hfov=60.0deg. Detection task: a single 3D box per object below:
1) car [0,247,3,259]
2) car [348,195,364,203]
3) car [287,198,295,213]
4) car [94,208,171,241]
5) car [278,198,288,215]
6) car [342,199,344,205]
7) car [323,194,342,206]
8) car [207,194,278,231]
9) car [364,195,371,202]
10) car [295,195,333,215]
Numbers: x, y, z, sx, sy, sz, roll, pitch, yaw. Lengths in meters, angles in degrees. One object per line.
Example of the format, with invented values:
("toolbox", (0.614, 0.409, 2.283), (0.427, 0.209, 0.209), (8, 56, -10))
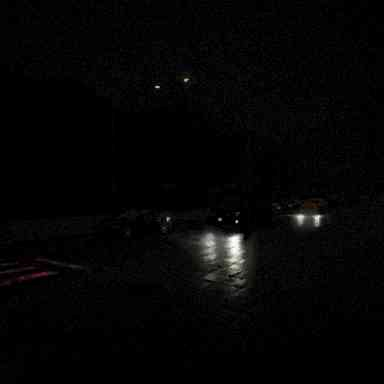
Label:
("car", (-7.847, 1.545, 8.313), (5.357, 1.411, 2.033), (0, 0, -21))
("car", (33.132, 1.507, 67.708), (1.947, 1.339, 4.313), (0, 0, 35))
("car", (10.249, 1.377, 35.196), (1.967, 1.590, 4.097), (0, 0, 35))
("car", (-2.826, 1.516, 16.618), (2.008, 1.369, 4.403), (0, 0, 35))
("car", (6.980, 1.522, 30.551), (1.802, 1.307, 4.206), (0, 0, 35))
("car", (23.326, 1.498, 53.774), (1.947, 1.339, 4.313), (0, 0, 35))
("car", (20.056, 1.248, 49.129), (2.192, 1.841, 5.009), (0, 0, 35))
("car", (3.134, 1.172, 20.679), (2.150, 2.045, 5.566), (0, 0, 35))
("car", (39.571, 1.484, 76.858), (1.752, 1.417, 4.829), (0, 0, 35))
("car", (12.559, 1.412, 34.036), (1.882, 1.535, 5.008), (0, 0, 35))
